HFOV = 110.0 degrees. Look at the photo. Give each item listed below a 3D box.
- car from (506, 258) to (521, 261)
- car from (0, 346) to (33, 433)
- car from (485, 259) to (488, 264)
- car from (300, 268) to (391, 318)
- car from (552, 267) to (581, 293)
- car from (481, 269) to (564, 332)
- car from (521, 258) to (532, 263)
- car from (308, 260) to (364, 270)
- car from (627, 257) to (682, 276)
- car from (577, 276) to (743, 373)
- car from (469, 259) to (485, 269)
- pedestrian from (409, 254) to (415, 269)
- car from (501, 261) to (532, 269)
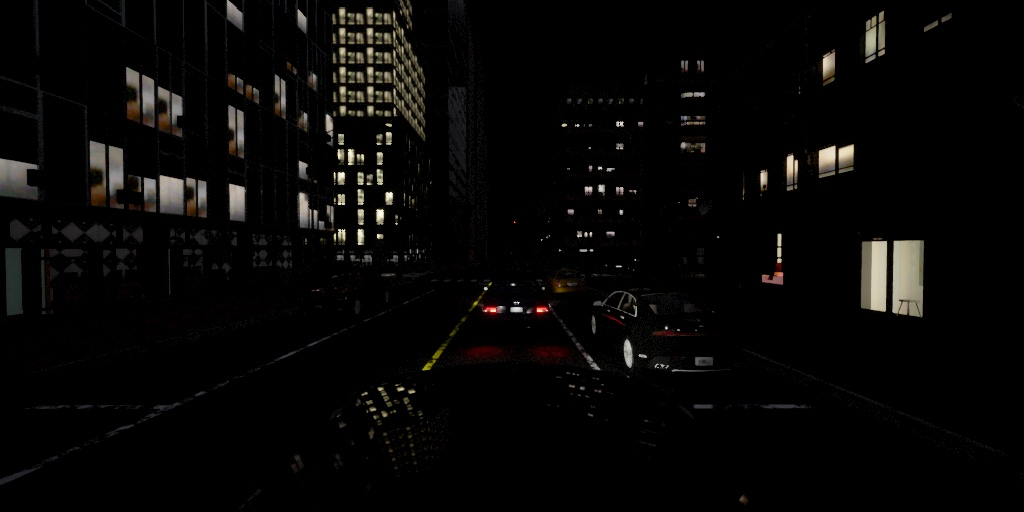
[{"bbox_3d":[-0.049,1.090,52.197,2.097,1.767,4.553,0,0,1],"label":"car"},{"bbox_3d":[-5.796,1.300,1.804,2.007,1.370,4.403,0,0,0],"label":"car"},{"bbox_3d":[-5.803,1.303,62.290,1.948,1.339,4.313,0,0,0],"label":"car"},{"bbox_3d":[-5.843,1.292,13.094,1.888,1.381,4.507,0,0,0],"label":"car"},{"bbox_3d":[2.786,1.271,18.866,1.751,1.417,4.829,0,0,0],"label":"car"},{"bbox_3d":[0.085,1.295,10.845,2.033,1.411,5.357,0,0,0],"label":"car"},{"bbox_3d":[2.577,1.288,62.305,2.007,1.370,4.403,0,0,0],"label":"car"},{"bbox_3d":[-17.646,1.108,36.476,5.008,1.535,1.882,0,1,-1],"label":"car"},{"bbox_3d":[15.565,1.081,39.265,5.566,2.045,2.150,1,1,1],"label":"car"},{"bbox_3d":[2.807,1.299,7.407,2.007,1.370,4.403,0,0,0],"label":"car"},{"bbox_3d":[-5.793,1.263,56.466,1.751,1.417,4.829,0,0,0],"label":"car"},{"bbox_3d":[-12.629,0.669,45.140,0.375,1.860,0.375,0,0,1],"label":"pedestrian"},{"bbox_3d":[0.057,1.249,21.267,1.837,1.490,4.892,0,0,0],"label":"car"}]
